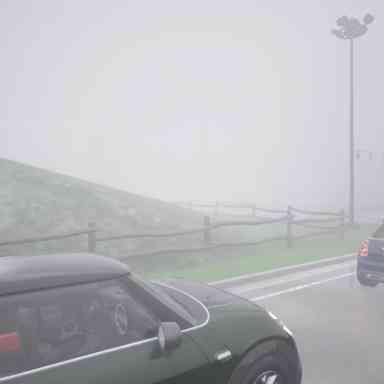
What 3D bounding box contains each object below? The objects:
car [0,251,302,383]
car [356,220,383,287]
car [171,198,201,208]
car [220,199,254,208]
[{"bbox_3d":[-1.082,1.352,2.975,4.553,1.767,2.097,0,0,-35],"label":"car"},{"bbox_3d":[6.065,1.352,8.119,4.553,1.767,2.097,0,0,-35],"label":"car"},{"bbox_3d":[-0.893,1.562,46.708,4.181,1.385,1.994,0,0,25],"label":"car"},{"bbox_3d":[6.249,1.599,47.232,4.718,1.301,1.895,0,0,30],"label":"car"}]
